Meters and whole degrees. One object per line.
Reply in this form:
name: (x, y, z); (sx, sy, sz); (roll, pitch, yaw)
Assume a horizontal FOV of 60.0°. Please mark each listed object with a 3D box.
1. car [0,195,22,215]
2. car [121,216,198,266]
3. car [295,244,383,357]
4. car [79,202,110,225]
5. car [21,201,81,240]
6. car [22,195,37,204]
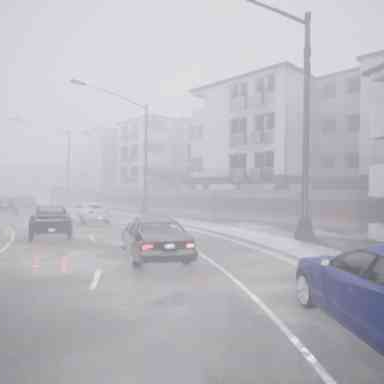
car: (-17.143, 1.119, 29.706); (2.097, 1.767, 4.553); (1, 0, -41)
car: (-1.346, 1.536, 11.563); (2.033, 1.411, 5.357); (1, 0, -17)
car: (3.233, 1.531, 5.046); (1.882, 1.535, 5.008); (1, 0, -5)
car: (-7.261, 1.436, 23.285); (1.812, 1.442, 4.674); (1, 0, -36)
car: (-7.047, 1.399, 16.463); (2.128, 1.511, 4.902); (1, 0, -25)
car: (-18.419, 1.105, 36.304); (2.097, 1.767, 4.553); (1, 0, -41)
